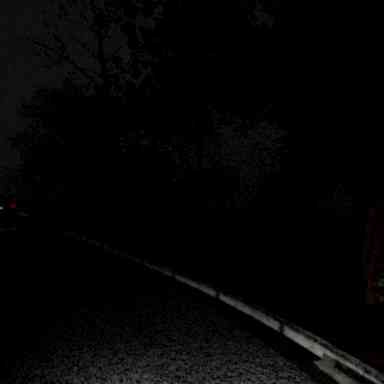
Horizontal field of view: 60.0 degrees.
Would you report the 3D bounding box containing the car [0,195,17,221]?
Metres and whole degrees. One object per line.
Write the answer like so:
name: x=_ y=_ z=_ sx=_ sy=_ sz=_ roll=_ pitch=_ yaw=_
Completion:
car: x=-15.785 y=1.273 z=27.242 sx=2.150 sy=2.045 sz=5.566 roll=0 pitch=0 yaw=-34
